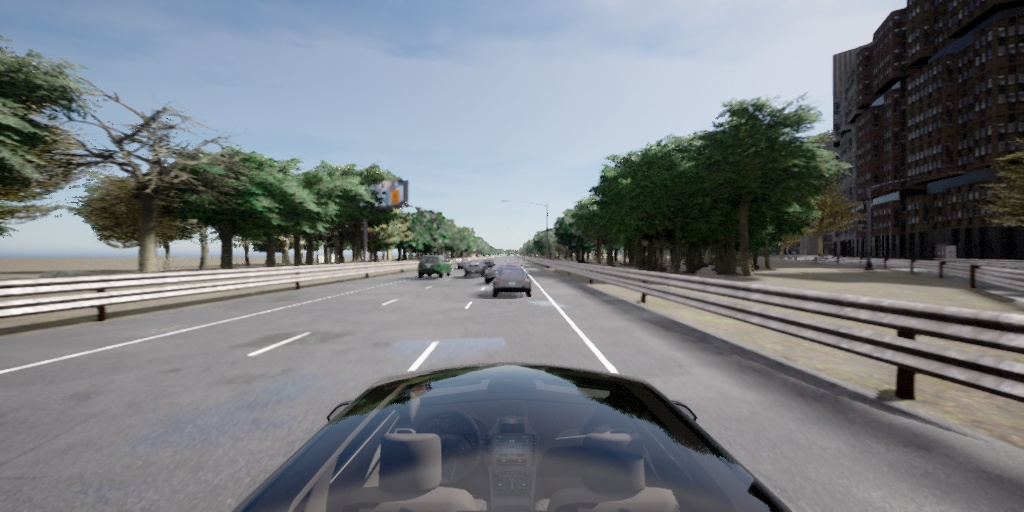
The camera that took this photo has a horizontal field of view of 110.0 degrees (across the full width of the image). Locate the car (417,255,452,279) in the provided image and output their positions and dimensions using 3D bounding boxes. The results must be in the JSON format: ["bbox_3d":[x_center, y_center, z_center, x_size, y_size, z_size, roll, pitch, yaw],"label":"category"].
[{"bbox_3d":[-6.961,0.942,32.630,2.150,2.045,5.566,0,0,0],"label":"car"}]

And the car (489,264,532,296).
[{"bbox_3d":[0.008,1.292,19.261,1.994,1.385,4.181,0,0,0],"label":"car"}]

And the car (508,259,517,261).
[{"bbox_3d":[0.062,1.241,35.485,1.812,1.442,4.674,0,0,0],"label":"car"}]

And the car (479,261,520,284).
[{"bbox_3d":[-0.420,1.288,26.241,1.994,1.385,4.181,0,0,21],"label":"car"}]

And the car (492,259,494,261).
[{"bbox_3d":[-3.390,1.193,54.169,1.837,1.490,4.892,0,1,0],"label":"car"}]

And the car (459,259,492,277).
[{"bbox_3d":[-3.439,1.209,34.593,2.128,1.511,4.902,0,0,1],"label":"car"}]
